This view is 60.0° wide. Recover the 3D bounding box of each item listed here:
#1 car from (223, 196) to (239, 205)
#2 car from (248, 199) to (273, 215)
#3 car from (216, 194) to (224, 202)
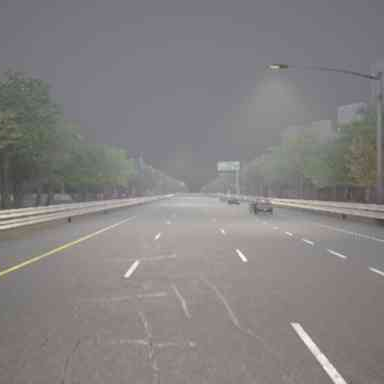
[{"bbox_3d":[7.174,1.586,59.219,1.837,1.490,4.892,0,0,0],"label":"car"},{"bbox_3d":[7.056,1.512,34.432,2.128,1.511,4.902,0,0,0],"label":"car"},{"bbox_3d":[7.297,1.574,76.466,2.128,1.511,4.902,0,0,0],"label":"car"}]
